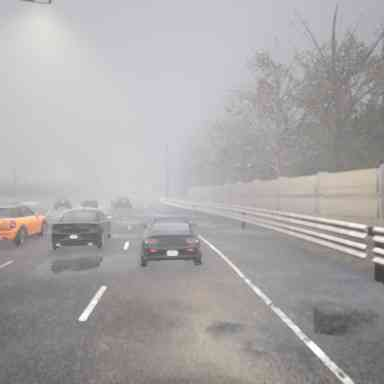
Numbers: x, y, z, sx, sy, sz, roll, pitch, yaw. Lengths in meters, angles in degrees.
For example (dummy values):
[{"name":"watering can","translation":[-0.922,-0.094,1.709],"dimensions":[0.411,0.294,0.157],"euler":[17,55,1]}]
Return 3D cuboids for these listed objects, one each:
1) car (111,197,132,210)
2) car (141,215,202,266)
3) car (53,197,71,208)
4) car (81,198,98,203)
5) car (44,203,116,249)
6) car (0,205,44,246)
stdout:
[{"name":"car","translation":[-9.491,1.384,44.318],"dimensions":[2.097,1.767,4.553],"euler":[0,0,-23]},{"name":"car","translation":[-0.769,1.528,11.495],"dimensions":[1.812,1.442,4.674],"euler":[0,0,-6]},{"name":"car","translation":[-18.036,1.416,46.146],"dimensions":[2.097,1.767,4.553],"euler":[0,0,-25]},{"name":"car","translation":[-14.614,1.529,47.127],"dimensions":[1.882,1.535,5.008],"euler":[0,0,-25]},{"name":"car","translation":[-4.694,1.494,14.686],"dimensions":[1.882,1.535,5.008],"euler":[0,0,-8]},{"name":"car","translation":[-8.364,1.382,15.483],"dimensions":[2.097,1.767,4.553],"euler":[0,0,-8]}]
